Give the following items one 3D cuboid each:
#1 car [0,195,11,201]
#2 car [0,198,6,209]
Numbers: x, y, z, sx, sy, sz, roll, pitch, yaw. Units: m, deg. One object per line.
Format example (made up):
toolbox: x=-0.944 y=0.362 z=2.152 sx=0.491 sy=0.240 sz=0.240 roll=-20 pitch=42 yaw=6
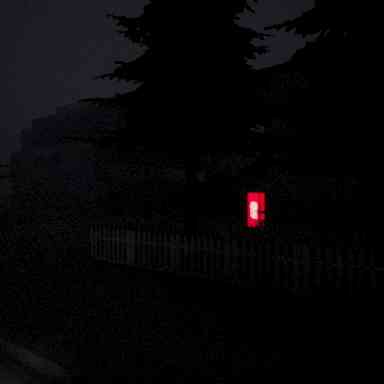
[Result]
car: x=-41.608 y=1.349 z=74.854 sx=4.514 sy=1.523 sz=2.007 roll=0 pitch=0 yaw=34
car: x=-24.008 y=1.613 z=37.245 sx=1.895 sy=1.301 sz=4.718 roll=0 pitch=0 yaw=36
